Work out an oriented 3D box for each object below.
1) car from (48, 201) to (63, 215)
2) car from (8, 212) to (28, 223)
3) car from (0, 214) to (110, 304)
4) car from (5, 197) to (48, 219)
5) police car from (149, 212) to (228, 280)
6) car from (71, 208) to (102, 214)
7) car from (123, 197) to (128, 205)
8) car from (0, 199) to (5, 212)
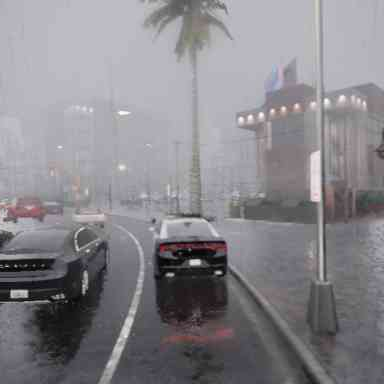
[{"bbox_3d":[-15.010,1.720,34.591,1.882,1.535,5.008,0,0,-40],"label":"car"},{"bbox_3d":[-6.957,1.585,9.880,2.128,1.511,4.902,0,0,-8],"label":"car"},{"bbox_3d":[-3.296,1.562,8.331,1.837,1.490,4.892,0,0,-5],"label":"car"},{"bbox_3d":[-14.117,1.436,28.180,2.150,2.045,5.566,0,0,-34],"label":"car"},{"bbox_3d":[-0.284,1.460,10.358,1.930,1.638,5.238,-1,0,-8],"label":"police car"},{"bbox_3d":[-7.267,1.738,22.942,1.895,1.301,4.718,0,0,-24],"label":"car"},{"bbox_3d":[-10.551,1.529,57.178,2.185,1.767,4.553,0,0,-44],"label":"car"},{"bbox_3d":[-25.236,1.721,45.871,2.097,1.767,4.553,0,0,-43],"label":"car"}]
